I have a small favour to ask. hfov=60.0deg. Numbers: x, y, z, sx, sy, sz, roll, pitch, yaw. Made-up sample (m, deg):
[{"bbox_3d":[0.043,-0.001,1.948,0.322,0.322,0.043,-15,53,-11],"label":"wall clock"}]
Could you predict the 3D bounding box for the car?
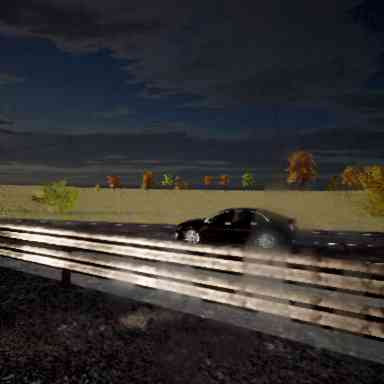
[{"bbox_3d":[1.704,1.388,13.260,4.892,1.490,1.837,0,0,21],"label":"car"}]
